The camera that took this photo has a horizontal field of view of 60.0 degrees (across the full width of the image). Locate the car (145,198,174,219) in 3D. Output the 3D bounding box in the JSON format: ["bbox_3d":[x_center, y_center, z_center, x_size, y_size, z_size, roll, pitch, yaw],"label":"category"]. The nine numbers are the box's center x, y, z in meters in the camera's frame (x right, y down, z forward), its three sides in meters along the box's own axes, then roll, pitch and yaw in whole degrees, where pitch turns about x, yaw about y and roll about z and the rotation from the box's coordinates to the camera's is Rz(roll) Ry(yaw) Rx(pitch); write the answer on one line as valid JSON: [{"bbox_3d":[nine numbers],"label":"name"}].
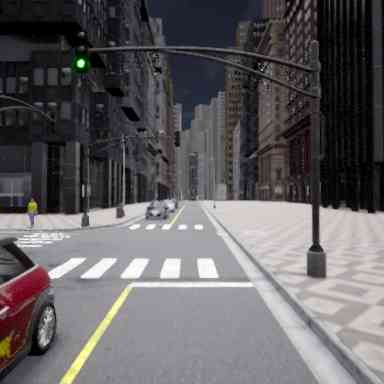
[{"bbox_3d":[-3.071,1.606,30.253,2.128,1.511,4.902,0,0,0],"label":"car"}]

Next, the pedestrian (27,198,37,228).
[{"bbox_3d":[-9.989,1.288,20.829,0.375,1.860,0.375,0,-2,0],"label":"pedestrian"}]

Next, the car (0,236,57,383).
[{"bbox_3d":[-3.052,1.361,3.066,2.097,1.767,4.553,0,0,-1],"label":"car"}]

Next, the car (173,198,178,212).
[{"bbox_3d":[-3.049,1.695,40.078,1.812,1.442,4.674,0,0,1],"label":"car"}]
